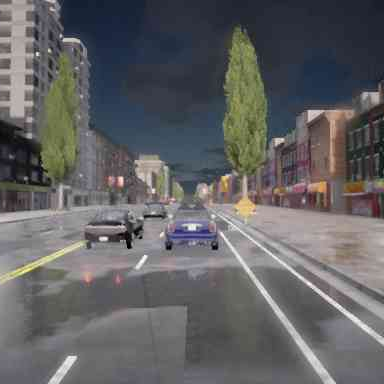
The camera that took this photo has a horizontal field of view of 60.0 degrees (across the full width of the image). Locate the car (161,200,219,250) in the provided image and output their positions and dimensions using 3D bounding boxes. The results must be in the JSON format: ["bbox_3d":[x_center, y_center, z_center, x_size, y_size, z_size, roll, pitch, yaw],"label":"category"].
[{"bbox_3d":[0.000,1.398,14.631,2.097,1.767,4.553,0,0,0],"label":"car"}]

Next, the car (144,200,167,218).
[{"bbox_3d":[-3.251,1.712,29.666,1.994,1.385,4.181,0,0,0],"label":"car"}]

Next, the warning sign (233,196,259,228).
[{"bbox_3d":[3.200,1.172,19.850,1.300,1.860,1.060,-2,-2,0],"label":"warning sign"}]

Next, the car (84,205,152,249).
[{"bbox_3d":[-3.250,1.527,14.661,2.128,1.511,4.902,0,0,0],"label":"car"}]

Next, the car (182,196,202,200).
[{"bbox_3d":[0.000,1.398,29.701,2.150,2.045,5.566,0,0,0],"label":"car"}]
